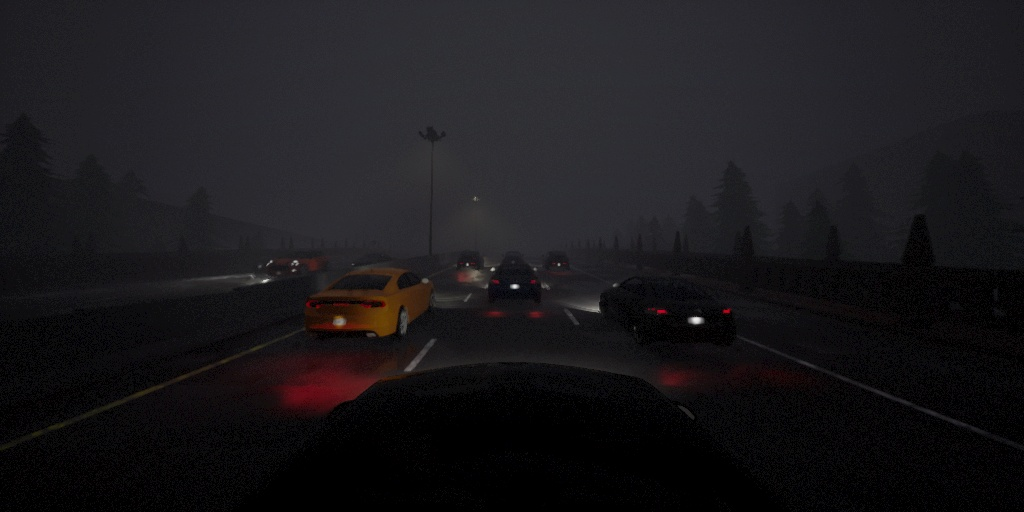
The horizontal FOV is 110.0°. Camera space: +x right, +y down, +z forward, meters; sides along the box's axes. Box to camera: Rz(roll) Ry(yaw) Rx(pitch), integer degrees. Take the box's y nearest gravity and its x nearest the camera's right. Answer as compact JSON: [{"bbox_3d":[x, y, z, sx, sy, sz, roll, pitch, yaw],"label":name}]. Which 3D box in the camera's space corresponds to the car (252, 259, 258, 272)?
[{"bbox_3d":[-17.601,0.378,27.486,2.128,1.511,4.902,0,2,0],"label":"car"}]

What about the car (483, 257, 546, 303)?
[{"bbox_3d":[0.098,0.955,14.477,1.994,1.385,4.181,0,2,0],"label":"car"}]

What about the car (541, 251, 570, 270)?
[{"bbox_3d":[3.596,0.303,29.832,1.837,1.490,4.892,0,2,0],"label":"car"}]

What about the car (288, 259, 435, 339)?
[{"bbox_3d":[-3.401,1.056,9.543,1.882,1.535,5.008,0,2,0],"label":"car"}]

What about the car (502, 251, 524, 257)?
[{"bbox_3d":[0.096,0.277,31.043,1.812,1.442,4.674,0,2,0],"label":"car"}]

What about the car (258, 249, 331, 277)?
[{"bbox_3d":[-14.102,0.378,23.895,2.097,1.767,4.553,0,2,0],"label":"car"}]

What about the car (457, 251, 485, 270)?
[{"bbox_3d":[-3.404,0.302,29.852,1.837,1.490,4.892,0,2,0],"label":"car"}]

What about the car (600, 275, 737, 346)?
[{"bbox_3d":[3.599,1.162,9.010,1.994,1.385,4.181,0,2,0],"label":"car"}]

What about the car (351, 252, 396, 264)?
[{"bbox_3d":[-10.603,0.418,27.932,2.033,1.411,5.357,0,2,0],"label":"car"}]
